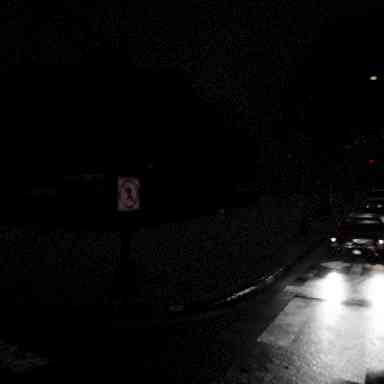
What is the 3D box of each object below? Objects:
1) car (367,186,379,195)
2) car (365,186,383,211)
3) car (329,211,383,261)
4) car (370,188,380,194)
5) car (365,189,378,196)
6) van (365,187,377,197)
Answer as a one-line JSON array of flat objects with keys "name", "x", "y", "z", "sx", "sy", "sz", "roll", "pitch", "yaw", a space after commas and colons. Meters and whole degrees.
[{"name": "car", "x": 38.576, "y": -0.256, "z": 70.825, "sx": 2.192, "sy": 1.841, "sz": 5.009, "roll": 1, "pitch": 1, "yaw": 31}, {"name": "car", "x": 17.886, "y": 0.778, "z": 31.626, "sx": 2.150, "sy": 2.045, "sz": 5.566, "roll": -1, "pitch": 1, "yaw": 31}, {"name": "car", "x": 6.662, "y": 1.687, "z": 13.071, "sx": 1.895, "sy": 1.301, "sz": 4.718, "roll": -1, "pitch": 0, "yaw": 31}, {"name": "car", "x": 44.028, "y": -0.201, "z": 79.895, "sx": 1.887, "sy": 1.381, "sz": 4.507, "roll": 0, "pitch": 1, "yaw": 31}, {"name": "car", "x": 36.008, "y": 0.066, "z": 66.558, "sx": 2.008, "sy": 1.369, "sz": 4.403, "roll": 1, "pitch": 1, "yaw": 31}, {"name": "van", "x": 34.297, "y": -0.086, "z": 63.708, "sx": 1.690, "sy": 1.788, "sz": 3.998, "roll": 1, "pitch": 1, "yaw": 31}]
